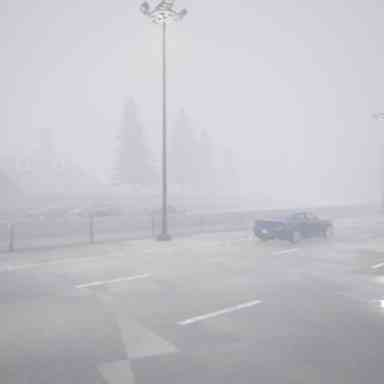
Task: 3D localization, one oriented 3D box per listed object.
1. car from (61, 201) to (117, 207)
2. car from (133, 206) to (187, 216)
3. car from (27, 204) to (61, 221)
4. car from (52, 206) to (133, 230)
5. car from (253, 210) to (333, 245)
[{"bbox_3d":[-8.317,1.689,28.520,4.553,1.767,2.097,0,-1,-39],"label":"car"},{"bbox_3d":[-2.849,1.867,28.422,5.357,1.411,2.033,0,-1,-40],"label":"car"},{"bbox_3d":[-12.113,1.844,29.968,5.008,1.535,1.882,0,-1,-38],"label":"car"},{"bbox_3d":[-6.295,1.817,21.207,4.181,1.385,1.994,0,-1,-38],"label":"car"},{"bbox_3d":[5.167,1.644,16.642,5.008,1.535,1.882,0,0,-40],"label":"car"}]
